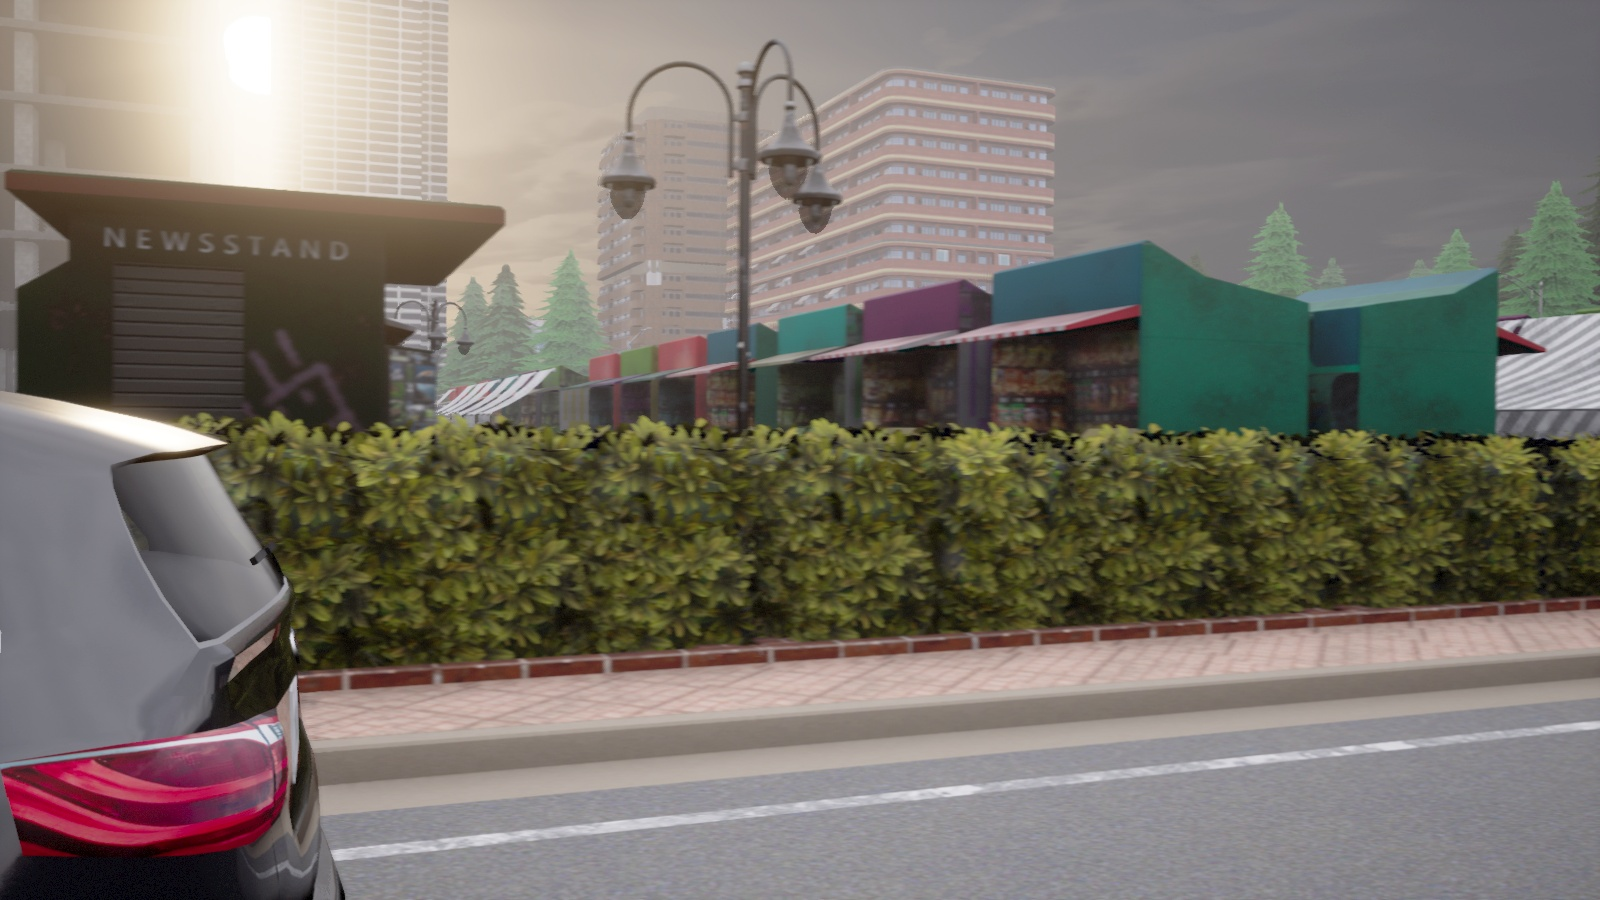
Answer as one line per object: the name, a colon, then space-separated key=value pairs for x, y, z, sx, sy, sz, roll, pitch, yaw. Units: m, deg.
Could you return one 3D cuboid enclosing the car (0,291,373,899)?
car: x=-3.167 y=0.643 z=2.035 sx=4.611 sy=1.667 sz=2.242 roll=-1 pitch=1 yaw=-21
